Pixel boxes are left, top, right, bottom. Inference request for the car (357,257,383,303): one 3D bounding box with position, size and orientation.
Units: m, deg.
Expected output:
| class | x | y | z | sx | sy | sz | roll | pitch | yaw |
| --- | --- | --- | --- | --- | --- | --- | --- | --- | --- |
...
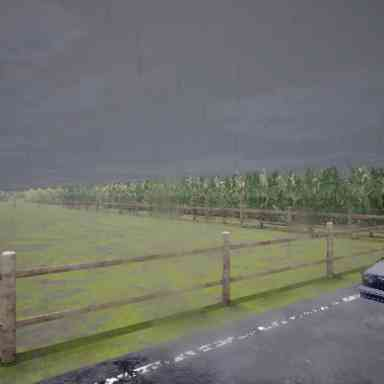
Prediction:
| class | x | y | z | sx | sy | sz | roll | pitch | yaw |
| --- | --- | --- | --- | --- | --- | --- | --- | --- | --- |
| car | 5.795 | 1.548 | 7.206 | 5.357 | 1.411 | 2.033 | 0 | 0 | -36 |
